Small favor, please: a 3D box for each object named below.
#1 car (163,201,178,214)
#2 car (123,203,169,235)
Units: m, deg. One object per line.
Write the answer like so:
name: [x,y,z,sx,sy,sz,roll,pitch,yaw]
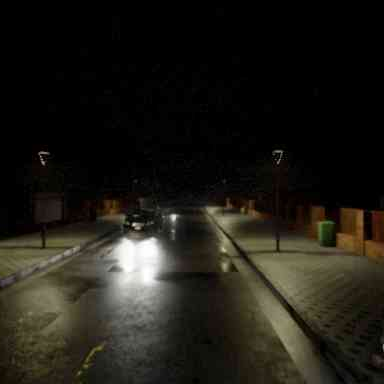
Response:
car: [-2.756,1.808,39.217,1.812,1.442,4.674,0,0,0]
car: [-2.796,1.642,19.800,2.128,1.511,4.902,0,0,1]
